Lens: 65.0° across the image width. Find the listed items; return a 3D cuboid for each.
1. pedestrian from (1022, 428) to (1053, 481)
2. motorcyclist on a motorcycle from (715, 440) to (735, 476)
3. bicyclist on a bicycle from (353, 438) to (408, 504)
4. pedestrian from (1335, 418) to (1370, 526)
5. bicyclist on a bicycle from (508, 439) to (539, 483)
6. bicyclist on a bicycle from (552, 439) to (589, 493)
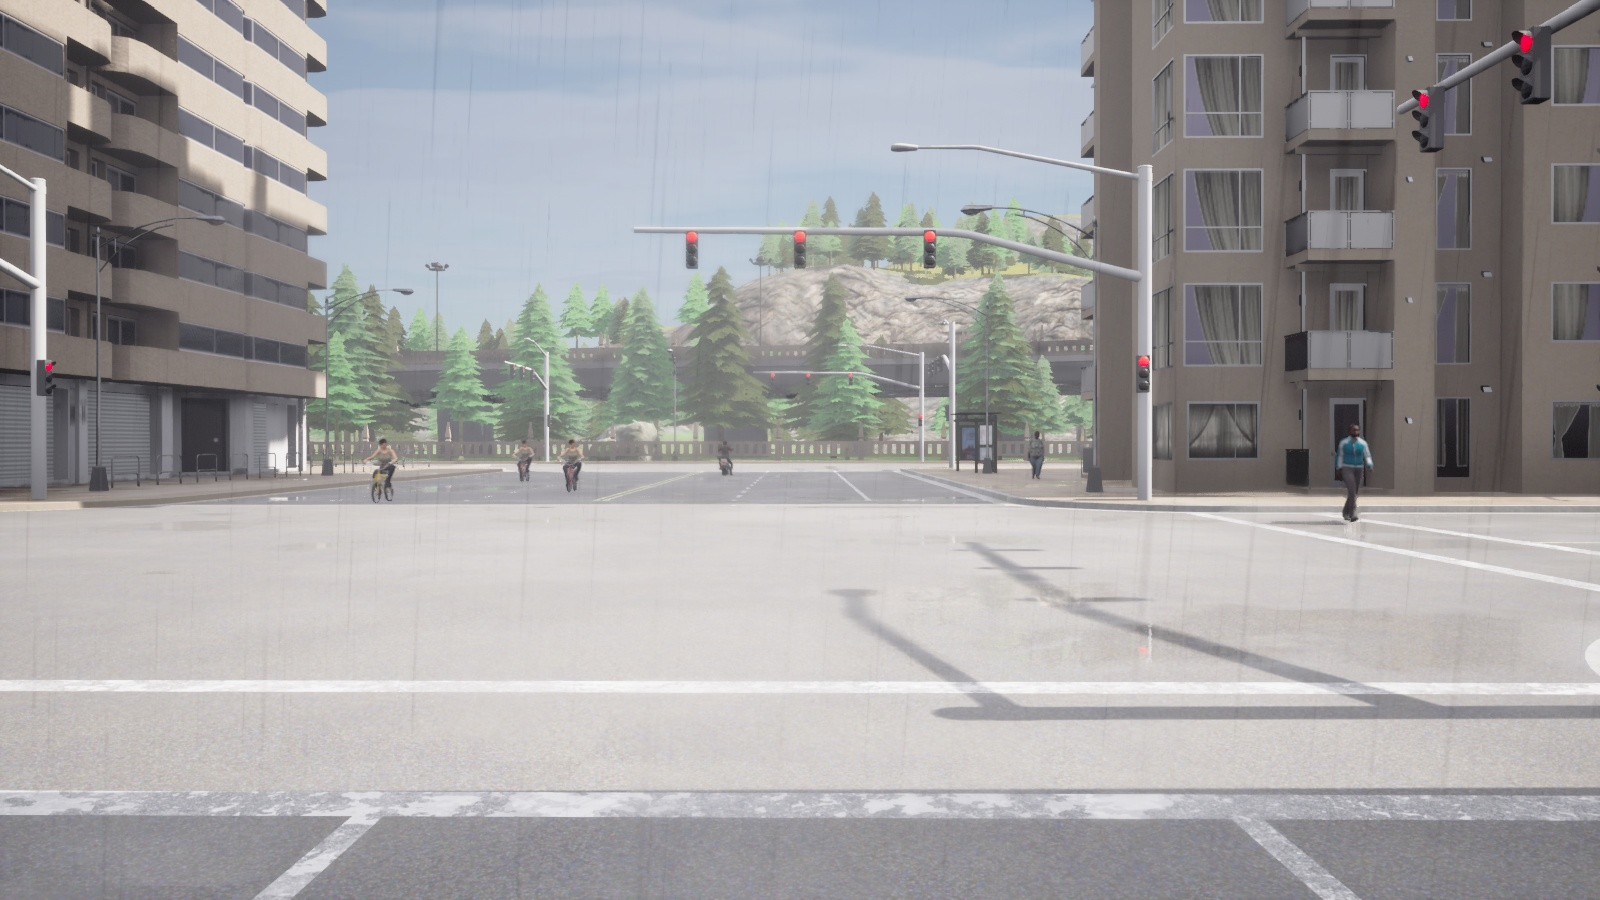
[{"bbox_3d":[8.509,0.158,45.049,0.874,1.855,0.900,0,0,-4],"label":"pedestrian"},{"bbox_3d":[-3.437,0.367,57.900,0.766,1.649,2.350,0,0,0],"label":"motorcyclist on a motorcycle"},{"bbox_3d":[-10.454,0.498,31.362,0.866,1.612,1.509,0,0,0],"label":"bicyclist on a bicycle"},{"bbox_3d":[10.068,0.394,22.884,0.396,1.930,0.692,0,0,8],"label":"pedestrian"},{"bbox_3d":[-10.451,0.407,47.493,0.866,1.612,1.509,0,0,0],"label":"bicyclist on a bicycle"},{"bbox_3d":[-6.954,0.463,38.143,0.866,1.612,1.509,0,1,0],"label":"bicyclist on a bicycle"}]
